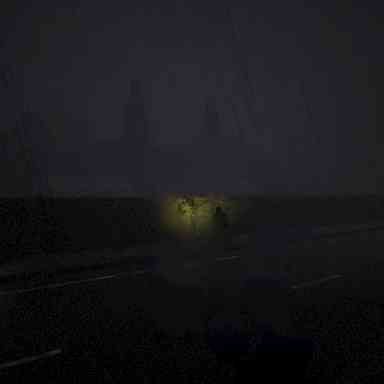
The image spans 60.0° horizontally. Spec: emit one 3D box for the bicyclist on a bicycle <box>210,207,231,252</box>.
[{"bbox_3d":[1.071,1.396,12.705,0.582,1.620,1.656,-1,5,-23],"label":"bicyclist on a bicycle"}]
